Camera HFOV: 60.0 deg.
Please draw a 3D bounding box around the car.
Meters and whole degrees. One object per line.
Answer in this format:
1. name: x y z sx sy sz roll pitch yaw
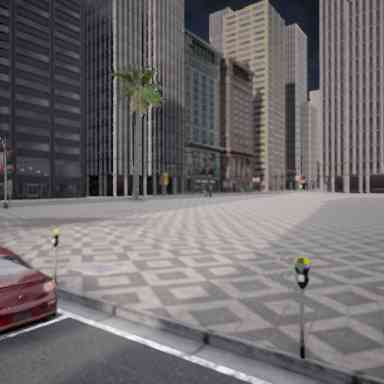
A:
1. car: -4.053 1.578 5.858 4.206 1.307 1.802 0 0 36
